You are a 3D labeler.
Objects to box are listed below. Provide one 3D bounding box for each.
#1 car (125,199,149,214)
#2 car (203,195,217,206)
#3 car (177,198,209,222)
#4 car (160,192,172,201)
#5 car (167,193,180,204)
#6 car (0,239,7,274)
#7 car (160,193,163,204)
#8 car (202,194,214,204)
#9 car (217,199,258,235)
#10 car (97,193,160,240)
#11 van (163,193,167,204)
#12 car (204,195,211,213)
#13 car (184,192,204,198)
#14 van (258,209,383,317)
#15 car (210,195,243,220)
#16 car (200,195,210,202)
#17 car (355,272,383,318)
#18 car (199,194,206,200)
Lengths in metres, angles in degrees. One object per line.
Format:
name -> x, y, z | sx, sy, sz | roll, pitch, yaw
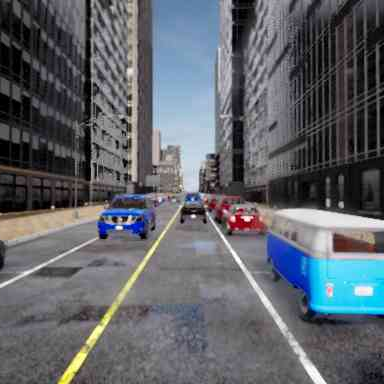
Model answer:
car -> -5.684, 1.455, 34.866 | 1.802, 1.307, 4.206 | 1, 0, 0
car -> 2.695, 1.252, 51.698 | 1.967, 1.590, 4.097 | 1, 0, 0
car -> 0.095, 1.411, 24.986 | 1.837, 1.490, 4.892 | 0, 0, 0
car -> -5.653, 1.050, 73.890 | 2.192, 1.841, 5.009 | 1, 0, 0
car -> -3.057, 1.314, 58.373 | 1.812, 1.442, 4.674 | 0, 0, 1
car -> -5.679, 1.525, 6.990 | 2.008, 1.369, 4.403 | 1, 0, 0
car -> -5.681, 1.148, 46.014 | 2.192, 1.841, 5.009 | 1, 0, 0
car -> 2.695, 1.233, 57.275 | 1.967, 1.590, 4.097 | 1, 0, 0
car -> 2.702, 1.373, 18.234 | 1.967, 1.590, 4.097 | 1, 0, 0
car -> -3.104, 1.158, 16.944 | 2.150, 2.045, 5.566 | 0, 0, 0
van -> -5.693, 1.134, 57.166 | 1.690, 1.788, 3.998 | 1, 0, 0
car -> 2.701, 1.187, 34.966 | 2.192, 1.841, 5.009 | 1, 0, 0
car -> 0.091, 1.059, 45.237 | 2.150, 2.045, 5.566 | 0, 1, 0
van -> 2.706, 1.315, 7.080 | 1.690, 1.788, 3.998 | 1, 0, 0
car -> 2.703, 1.227, 23.812 | 2.192, 1.841, 5.009 | 1, 0, 0
car -> 2.691, 1.279, 68.600 | 1.752, 1.417, 4.829 | 1, 0, 0
car -> 2.702, 1.576, 1.504 | 1.802, 1.307, 4.206 | 1, 0, 0
car -> 2.688, 1.222, 85.332 | 1.752, 1.417, 4.829 | 1, 0, 0
